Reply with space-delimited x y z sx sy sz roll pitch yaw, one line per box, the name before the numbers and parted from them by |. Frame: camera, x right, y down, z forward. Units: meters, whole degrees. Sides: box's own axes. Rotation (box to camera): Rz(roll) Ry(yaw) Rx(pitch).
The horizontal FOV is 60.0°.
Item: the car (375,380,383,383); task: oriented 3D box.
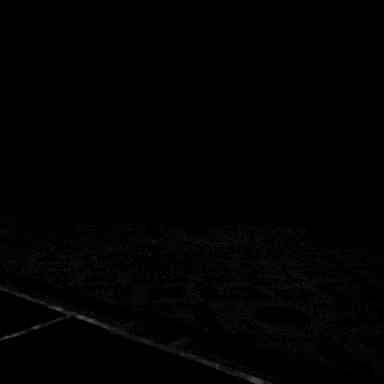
car | 2.829 1.557 0.944 4.507 1.381 1.887 0 0 35
